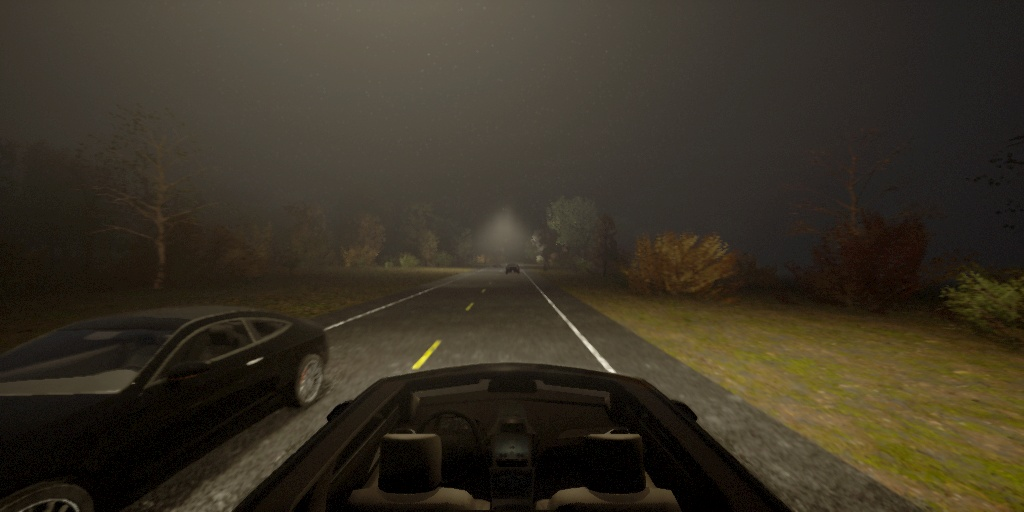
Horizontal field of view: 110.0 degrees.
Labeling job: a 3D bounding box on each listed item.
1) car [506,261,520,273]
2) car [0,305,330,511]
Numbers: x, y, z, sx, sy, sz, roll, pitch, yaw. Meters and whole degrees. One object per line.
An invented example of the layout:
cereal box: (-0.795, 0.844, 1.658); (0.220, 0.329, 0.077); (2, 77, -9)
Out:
car: (0.096, 1.706, 49.682); (1.895, 1.301, 4.718); (0, 0, 0)
car: (-3.598, 1.290, 3.540); (1.812, 1.442, 4.674); (0, 0, 0)
